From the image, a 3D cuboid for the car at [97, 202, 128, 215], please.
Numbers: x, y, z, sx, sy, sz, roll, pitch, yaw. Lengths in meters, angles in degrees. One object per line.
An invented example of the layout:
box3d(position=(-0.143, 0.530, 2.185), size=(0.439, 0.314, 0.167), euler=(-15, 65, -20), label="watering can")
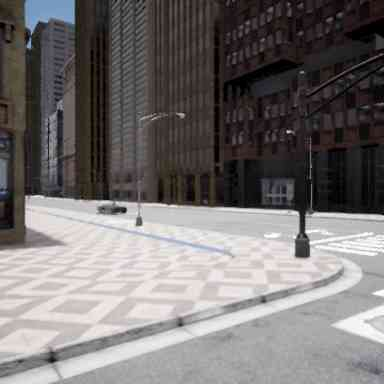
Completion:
box3d(position=(-8.772, 1.784, 36.406), size=(1.895, 1.301, 4.718), euler=(0, 0, -35), label="car")
